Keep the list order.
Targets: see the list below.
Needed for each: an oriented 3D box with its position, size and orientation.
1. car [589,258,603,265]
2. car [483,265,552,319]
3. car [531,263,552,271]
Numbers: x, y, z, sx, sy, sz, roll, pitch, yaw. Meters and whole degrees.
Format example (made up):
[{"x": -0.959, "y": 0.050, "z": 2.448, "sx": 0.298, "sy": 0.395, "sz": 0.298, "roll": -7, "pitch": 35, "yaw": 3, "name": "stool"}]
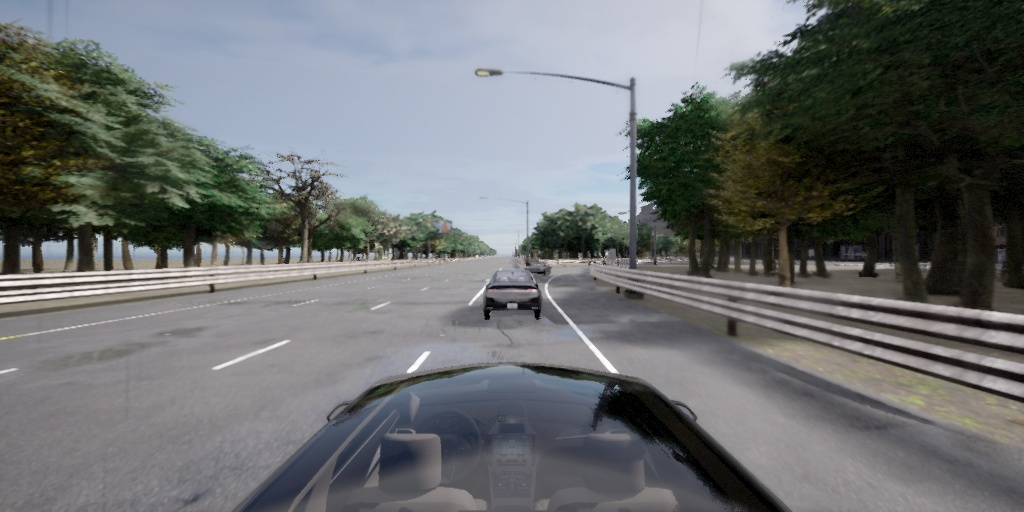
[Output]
[{"x": 15.178, "y": 1.163, "z": 62.852, "sx": 1.882, "sy": 1.535, "sz": 5.008, "roll": 0, "pitch": 0, "yaw": 34, "name": "car"}, {"x": 0.024, "y": 1.239, "z": 12.795, "sx": 2.128, "sy": 1.511, "sz": 4.902, "roll": 0, "pitch": 0, "yaw": 0, "name": "car"}, {"x": 2.820, "y": 1.317, "z": 36.045, "sx": 1.895, "sy": 1.301, "sz": 4.718, "roll": 0, "pitch": 0, "yaw": 15, "name": "car"}]
